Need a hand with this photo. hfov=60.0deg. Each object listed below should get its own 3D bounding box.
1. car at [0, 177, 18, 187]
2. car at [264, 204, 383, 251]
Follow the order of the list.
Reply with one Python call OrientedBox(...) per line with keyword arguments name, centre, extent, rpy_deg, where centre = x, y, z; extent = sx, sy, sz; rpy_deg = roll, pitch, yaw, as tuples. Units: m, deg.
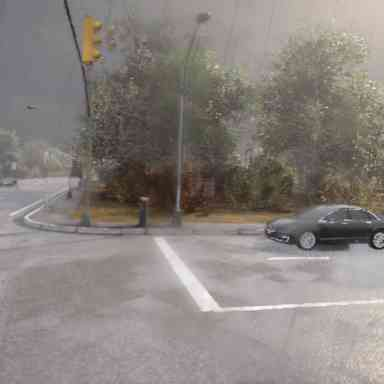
OrientedBox(name="car", centre=(-29.264, -1.608, 53.295), extent=(2.128, 1.511, 4.902), rpy_deg=(2, 2, -17))
OrientedBox(name="car", centre=(5.108, 1.239, 12.310), extent=(4.892, 1.490, 1.837), rpy_deg=(2, 2, -13))
